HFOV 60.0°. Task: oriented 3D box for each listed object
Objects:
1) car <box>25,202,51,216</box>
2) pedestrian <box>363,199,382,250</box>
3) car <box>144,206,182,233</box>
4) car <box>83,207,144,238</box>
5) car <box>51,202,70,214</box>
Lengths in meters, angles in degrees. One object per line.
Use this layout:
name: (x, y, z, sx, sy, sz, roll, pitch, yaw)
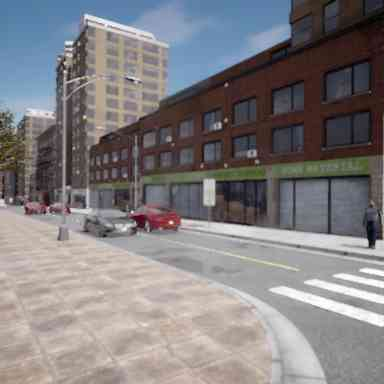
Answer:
car: (-18.368, 1.923, 39.073, 1.882, 1.535, 5.008, 1, -1, -33)
pedestrian: (6.522, 1.146, 12.103, 0.375, 1.860, 0.375, 0, 0, -34)
car: (-2.520, 1.589, 20.440, 1.882, 1.535, 5.008, 1, -1, -34)
car: (-4.606, 1.605, 18.248, 1.812, 1.442, 4.674, 1, -1, -34)
car: (-16.527, 2.010, 41.506, 1.812, 1.442, 4.674, 1, -1, -34)
